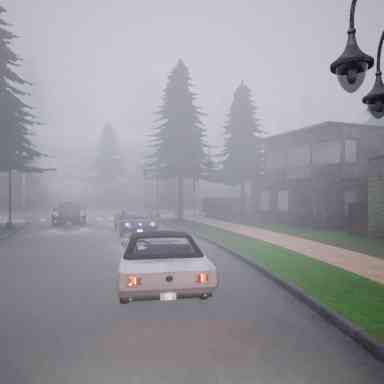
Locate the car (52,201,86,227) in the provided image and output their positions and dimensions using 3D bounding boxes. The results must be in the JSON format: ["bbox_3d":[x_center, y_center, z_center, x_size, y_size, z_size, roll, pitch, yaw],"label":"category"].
[{"bbox_3d":[-8.461,1.405,23.019,2.097,1.767,4.553,0,0,-19],"label":"car"}]

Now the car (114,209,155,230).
[{"bbox_3d":[-3.196,1.601,18.253,1.895,1.301,4.718,0,0,-18],"label":"car"}]

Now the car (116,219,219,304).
[{"bbox_3d":[-0.805,1.601,8.204,1.895,1.301,4.718,0,0,-10],"label":"car"}]
